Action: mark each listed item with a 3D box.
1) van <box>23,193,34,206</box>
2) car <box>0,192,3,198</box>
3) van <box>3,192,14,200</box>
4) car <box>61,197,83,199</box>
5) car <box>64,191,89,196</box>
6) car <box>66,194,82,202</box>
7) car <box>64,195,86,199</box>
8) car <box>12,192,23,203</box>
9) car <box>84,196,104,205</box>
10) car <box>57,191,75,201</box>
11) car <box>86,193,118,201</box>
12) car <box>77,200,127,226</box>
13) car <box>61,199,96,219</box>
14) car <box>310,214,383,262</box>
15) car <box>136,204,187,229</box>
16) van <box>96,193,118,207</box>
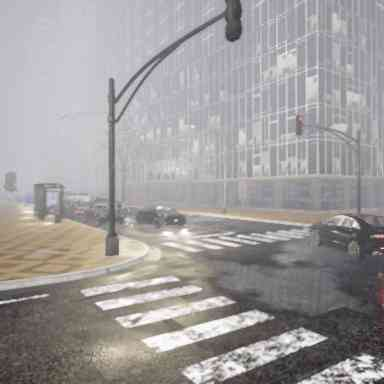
[{"bbox_3d":[-22.087,1.043,46.618,1.690,1.788,3.998,0,0,-34],"label":"van"},{"bbox_3d":[-41.312,0.826,74.784,1.967,1.590,4.097,0,0,-34],"label":"car"},{"bbox_3d":[-38.107,0.780,70.090,1.690,1.788,3.998,0,0,-34],"label":"van"},{"bbox_3d":[-12.522,1.420,32.507,1.947,1.339,4.313,0,0,-34],"label":"car"},{"bbox_3d":[-16.570,0.902,48.790,2.150,2.045,5.566,0,1,-34],"label":"car"},{"bbox_3d":[-21.575,1.131,60.732,1.802,1.307,4.206,0,0,-34],"label":"car"},{"bbox_3d":[-13.158,1.396,38.129,1.895,1.301,4.718,0,1,-34],"label":"car"},{"bbox_3d":[-28.497,1.148,56.008,2.008,1.369,4.403,0,0,-34],"label":"car"},{"bbox_3d":[-15.167,1.236,51.343,1.802,1.307,4.206,0,0,-34],"label":"car"},{"bbox_3d":[-24.777,0.811,65.425,2.192,1.841,5.009,0,0,-34],"label":"car"},{"bbox_3d":[-7.541,1.236,29.888,2.097,1.767,4.553,0,1,-35],"label":"car"},{"bbox_3d":[-6.176,1.521,23.074,1.947,1.339,4.313,0,0,-34],"label":"car"},{"bbox_3d":[-9.366,1.487,27.781,1.802,1.307,4.206,0,0,-34],"label":"car"},{"bbox_3d":[6.187,1.561,12.593,2.128,1.511,4.902,0,1,-5],"label":"car"},{"bbox_3d":[-2.088,1.533,21.895,1.994,1.385,4.181,0,1,-34],"label":"car"},{"bbox_3d":[-11.961,1.046,46.647,1.690,1.788,3.998,0,0,-34],"label":"van"}]
